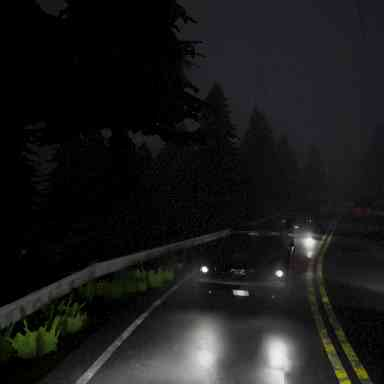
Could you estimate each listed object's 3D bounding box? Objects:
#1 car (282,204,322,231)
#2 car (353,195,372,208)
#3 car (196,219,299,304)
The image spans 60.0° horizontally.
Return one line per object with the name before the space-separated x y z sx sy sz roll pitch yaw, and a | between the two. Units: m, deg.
car | 6.701 1.461 20.058 2.033 1.411 5.357 -2 0 26
car | 20.687 1.060 40.216 2.128 1.511 4.902 -2 0 28
car | 1.602 1.599 8.425 1.895 1.301 4.718 -1 0 18
